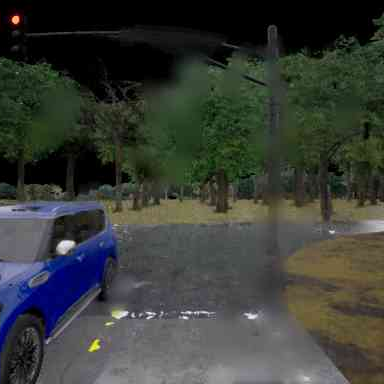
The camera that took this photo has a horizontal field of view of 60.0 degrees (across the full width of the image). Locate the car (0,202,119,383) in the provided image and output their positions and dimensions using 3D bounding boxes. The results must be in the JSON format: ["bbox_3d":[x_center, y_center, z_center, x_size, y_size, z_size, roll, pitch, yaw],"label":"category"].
[{"bbox_3d":[-2.790,1.225,5.381,2.150,2.045,5.566,0,0,2],"label":"car"}]

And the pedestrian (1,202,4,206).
[{"bbox_3d":[-15.241,1.719,26.770,0.375,1.860,0.375,0,-1,0],"label":"pedestrian"}]
